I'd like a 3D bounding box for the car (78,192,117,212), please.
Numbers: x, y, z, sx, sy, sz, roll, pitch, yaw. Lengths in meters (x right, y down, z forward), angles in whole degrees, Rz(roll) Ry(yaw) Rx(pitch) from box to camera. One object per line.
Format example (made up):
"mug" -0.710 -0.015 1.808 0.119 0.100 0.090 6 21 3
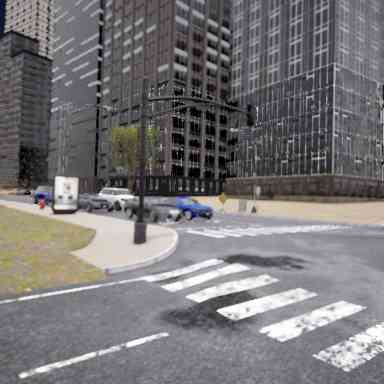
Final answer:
"car" -8.123 0.927 27.624 1.994 1.385 4.181 3 -1 -40

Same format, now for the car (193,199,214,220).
"car" -0.532 1.102 23.507 1.882 1.535 5.008 3 -1 -39

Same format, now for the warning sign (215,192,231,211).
"warning sign" 3.155 0.973 33.957 1.300 1.860 1.060 1 -1 -40

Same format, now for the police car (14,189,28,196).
"police car" -39.077 0.106 77.619 5.238 1.638 1.930 2 -1 45

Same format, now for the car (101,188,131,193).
"car" -6.818 0.666 31.152 2.150 2.045 5.566 3 -1 -40

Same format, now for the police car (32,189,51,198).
"police car" -31.997 0.296 70.428 1.930 1.638 5.238 3 -1 -44

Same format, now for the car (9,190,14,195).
"car" -43.438 0.020 81.936 5.366 1.575 1.801 2 -1 44

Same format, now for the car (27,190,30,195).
"car" -26.949 0.431 59.095 2.128 1.511 4.902 3 -1 -43

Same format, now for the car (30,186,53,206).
"car" -15.415 0.380 36.270 2.150 2.045 5.566 3 -1 -41

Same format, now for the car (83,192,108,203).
"car" -14.597 0.850 50.315 1.812 1.442 4.674 3 -1 -41

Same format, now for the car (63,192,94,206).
"car" -13.260 0.789 38.708 1.812 1.442 4.674 3 -1 -40

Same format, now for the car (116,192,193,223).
"car" -2.477 1.017 20.738 2.128 1.511 4.902 3 -1 -39
